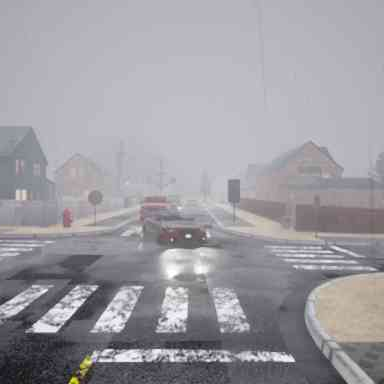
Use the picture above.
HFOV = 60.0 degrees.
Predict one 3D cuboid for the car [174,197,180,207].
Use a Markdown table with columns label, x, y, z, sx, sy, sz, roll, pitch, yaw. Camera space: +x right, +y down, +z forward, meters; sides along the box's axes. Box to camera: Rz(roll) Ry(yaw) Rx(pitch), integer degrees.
| label | x | y | z | sx | sy | sz | roll | pitch | yaw |
| --- | --- | --- | --- | --- | --- | --- | --- | --- | --- |
| car | -2.894 | 1.623 | 41.698 | 1.994 | 1.385 | 4.181 | 0 | 0 | 0 |

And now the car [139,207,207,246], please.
| label | x | y | z | sx | sy | sz | roll | pitch | yaw |
| --- | --- | --- | --- | --- | --- | --- | --- | --- | --- |
| car | -0.939 | 1.610 | 15.497 | 1.994 | 1.385 | 4.181 | 2 | 0 | -24 |

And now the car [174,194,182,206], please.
| label | x | y | z | sx | sy | sz | roll | pitch | yaw |
| --- | --- | --- | --- | --- | --- | --- | --- | --- | --- |
| car | -2.879 | 1.323 | 54.266 | 2.150 | 2.045 | 5.566 | 0 | 0 | 0 |

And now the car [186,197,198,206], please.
| label | x | y | z | sx | sy | sz | roll | pitch | yaw |
| --- | --- | --- | --- | --- | --- | --- | --- | --- | --- |
| car | 0.024 | 1.582 | 55.471 | 1.882 | 1.535 | 5.008 | 0 | 0 | 0 |

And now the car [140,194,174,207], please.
| label | x | y | z | sx | sy | sz | roll | pitch | yaw |
| --- | --- | --- | --- | --- | --- | --- | --- | --- | --- |
| car | -2.885 | 1.245 | 27.025 | 2.150 | 2.045 | 5.566 | 0 | 0 | 0 |
